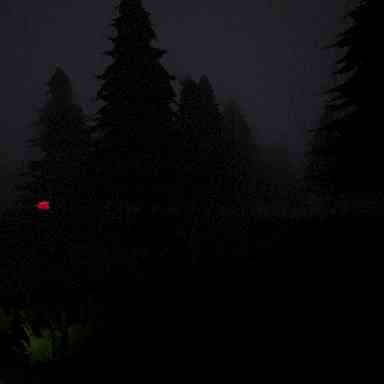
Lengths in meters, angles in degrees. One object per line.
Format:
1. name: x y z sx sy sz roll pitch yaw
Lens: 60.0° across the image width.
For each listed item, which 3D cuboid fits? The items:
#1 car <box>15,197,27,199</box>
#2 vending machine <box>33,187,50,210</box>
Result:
1. car: -20.334 1.154 40.100 1.812 1.442 4.674 -3 1 -18
2. vending machine: -15.417 0.680 34.084 1.100 2.100 0.880 -9 -3 -8
